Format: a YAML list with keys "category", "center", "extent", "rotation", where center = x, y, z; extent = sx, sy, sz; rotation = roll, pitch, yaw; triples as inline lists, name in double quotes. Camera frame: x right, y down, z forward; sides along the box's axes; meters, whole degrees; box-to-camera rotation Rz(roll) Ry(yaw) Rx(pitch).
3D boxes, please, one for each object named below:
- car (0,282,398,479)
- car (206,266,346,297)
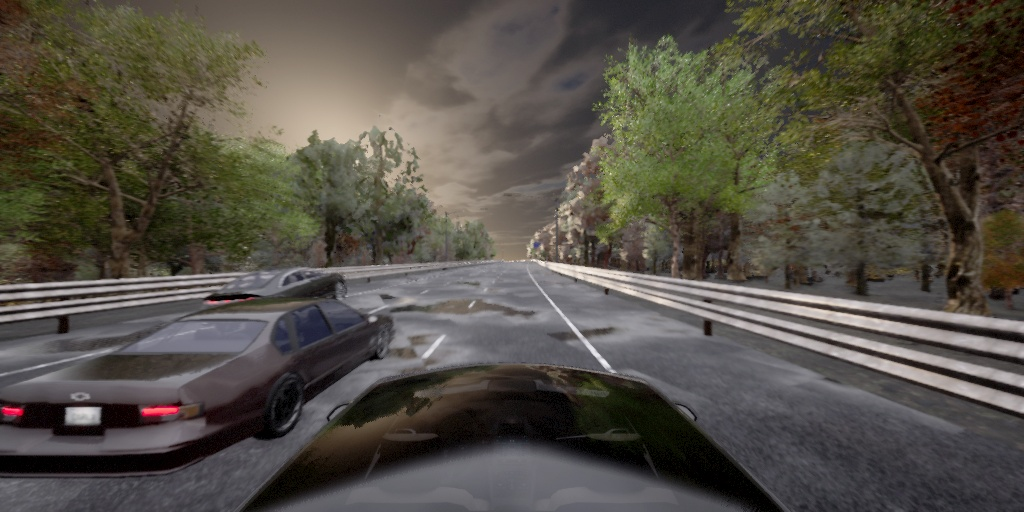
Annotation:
- category: "car"
  center: [-3.408, 1.328, 5.359]
  extent: [2.033, 1.411, 5.357]
  rotation: [0, 0, 0]
- category: "car"
  center: [-6.898, 1.071, 11.019]
  extent: [2.128, 1.511, 4.902]
  rotation: [-4, 6, 0]
